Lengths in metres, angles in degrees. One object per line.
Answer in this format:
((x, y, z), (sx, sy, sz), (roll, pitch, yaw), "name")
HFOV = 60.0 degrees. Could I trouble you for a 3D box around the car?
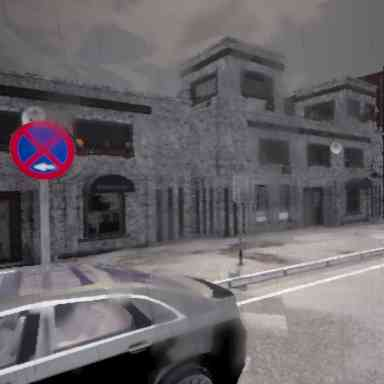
((-1.681, 1.490, 2.795), (4.902, 1.511, 2.128), (0, 0, -35), "car")
